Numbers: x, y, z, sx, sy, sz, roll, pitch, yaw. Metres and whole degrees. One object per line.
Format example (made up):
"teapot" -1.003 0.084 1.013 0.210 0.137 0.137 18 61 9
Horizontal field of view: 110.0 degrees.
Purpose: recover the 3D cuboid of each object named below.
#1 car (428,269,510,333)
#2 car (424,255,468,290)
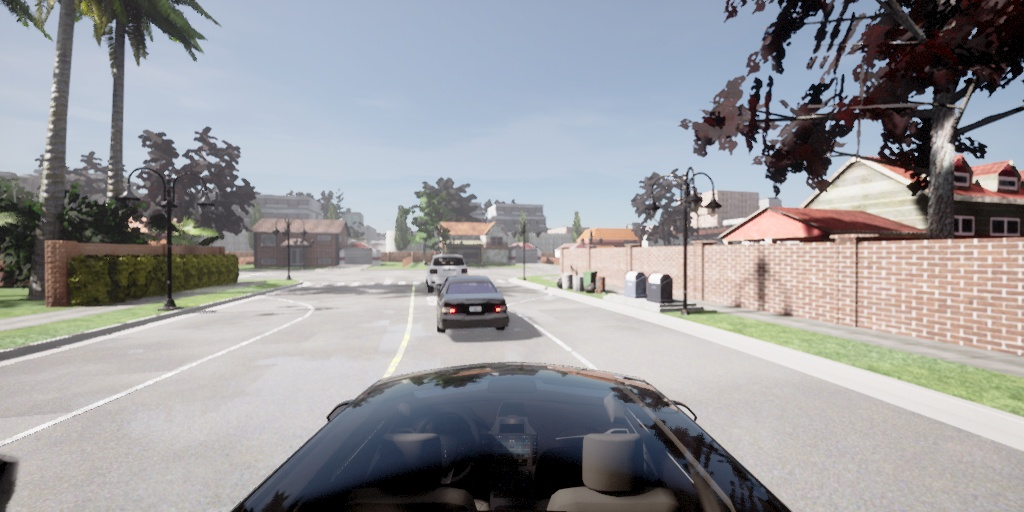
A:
"car" -1.347 1.283 10.831 2.033 1.411 5.357 0 0 -11
"car" -3.827 0.944 20.824 2.150 2.045 5.566 0 0 -14
